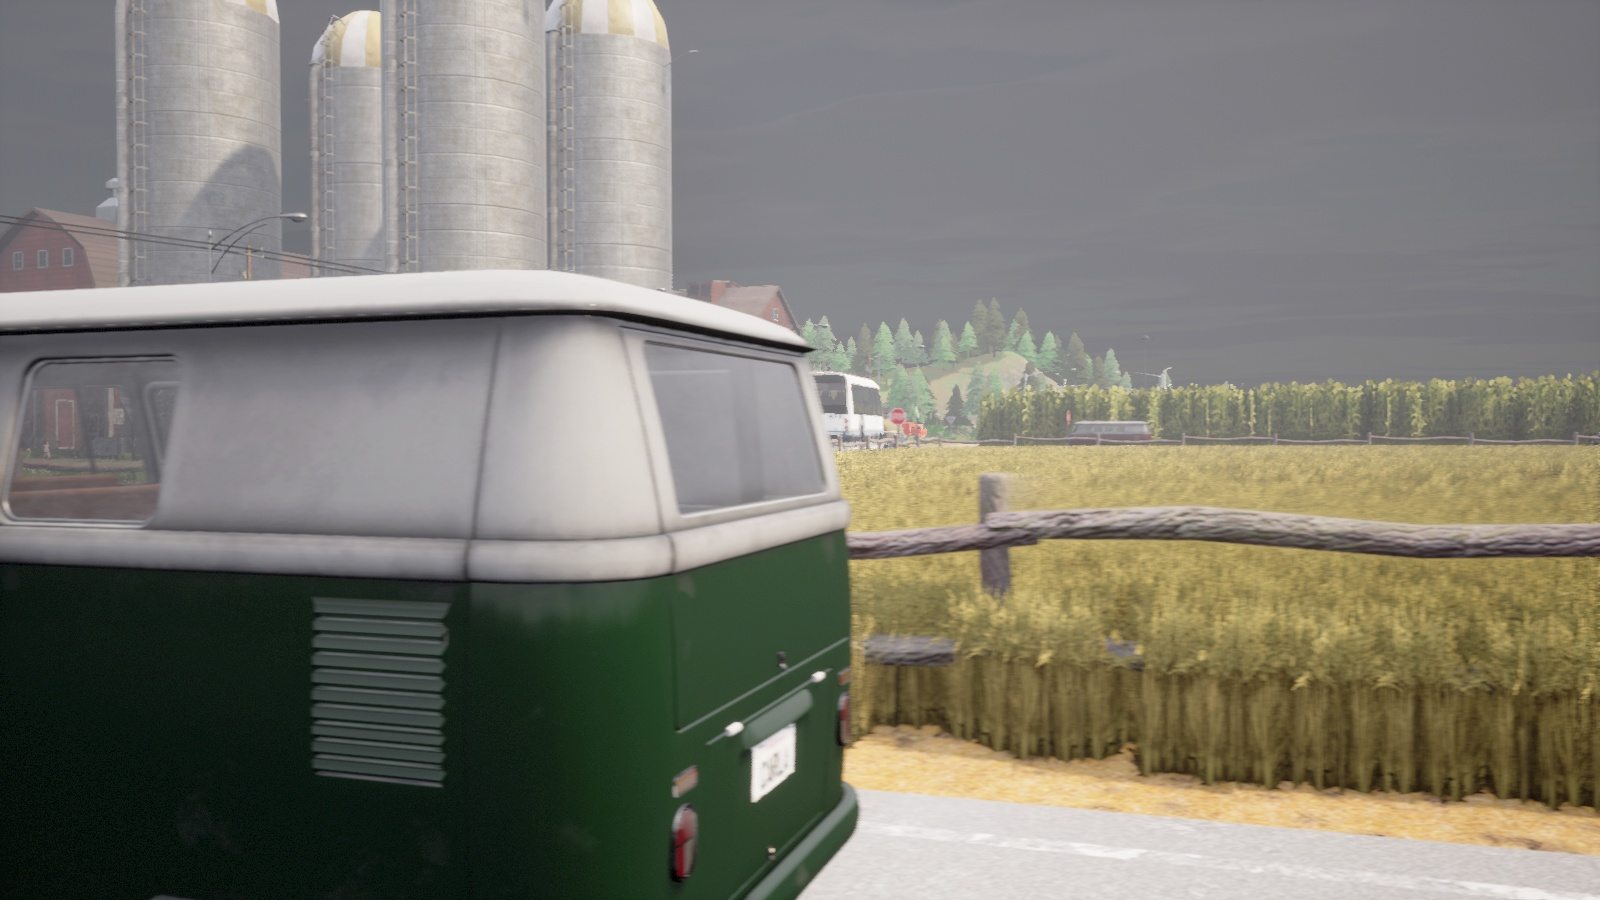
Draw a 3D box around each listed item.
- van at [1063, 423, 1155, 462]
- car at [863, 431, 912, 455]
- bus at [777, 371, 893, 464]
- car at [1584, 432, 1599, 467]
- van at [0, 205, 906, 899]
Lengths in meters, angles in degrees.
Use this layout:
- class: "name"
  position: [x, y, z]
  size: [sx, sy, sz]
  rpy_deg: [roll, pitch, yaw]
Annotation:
- class: "van"
  position: [16.273, -0.418, 66.128]
  size: [4.442, 1.987, 1.775]
  rpy_deg: [1, 1, 22]
- class: "car"
  position: [5.543, -0.454, 79.129]
  size: [1.970, 1.475, 3.806]
  rpy_deg: [1, 1, 22]
- class: "bus"
  position: [1.949, -1.545, 62.597]
  size: [3.944, 4.253, 10.273]
  rpy_deg: [0, 1, 12]
- class: "car"
  position: [36.833, -0.034, 54.496]
  size: [4.514, 1.525, 2.007]
  rpy_deg: [0, 1, 22]
- class: "van"
  position: [-2.054, 0.509, 3.879]
  size: [4.442, 1.987, 1.775]
  rpy_deg: [1, 1, 19]
